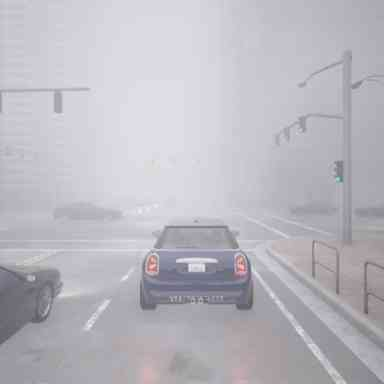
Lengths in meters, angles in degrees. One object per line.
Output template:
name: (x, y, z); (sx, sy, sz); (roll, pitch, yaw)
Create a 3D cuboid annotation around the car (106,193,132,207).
car: (-10.522, 1.341, 48.122); (2.097, 1.767, 4.553); (0, 0, 0)

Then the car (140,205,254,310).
car: (0.092, 1.350, 7.979); (2.097, 1.767, 4.553); (0, 0, 0)

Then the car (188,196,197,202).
car: (0.117, 1.537, 72.611); (1.994, 1.385, 4.181); (0, 0, 0)

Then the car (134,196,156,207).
car: (-7.017, 1.553, 50.385); (1.994, 1.385, 4.181); (0, 0, 0)

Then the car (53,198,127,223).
car: (-7.791, 1.472, 25.099); (5.008, 1.535, 1.882); (0, 0, 0)

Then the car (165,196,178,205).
car: (-3.324, 1.465, 55.197); (1.882, 1.535, 5.008); (0, 0, 0)

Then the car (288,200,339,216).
car: (11.705, 1.519, 32.157); (4.674, 1.442, 1.812); (0, 0, 1)

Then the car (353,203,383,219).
car: (16.500, 1.595, 28.615); (4.718, 1.301, 1.895); (0, 0, 1)

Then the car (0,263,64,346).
car: (-3.414, 1.547, 4.121); (2.033, 1.411, 5.357); (0, 0, -1)

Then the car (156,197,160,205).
car: (-6.976, 1.588, 60.345); (1.895, 1.301, 4.718); (0, 0, 0)

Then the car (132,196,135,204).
car: (-10.485, 1.492, 58.067); (1.837, 1.490, 4.892); (0, 0, 0)
